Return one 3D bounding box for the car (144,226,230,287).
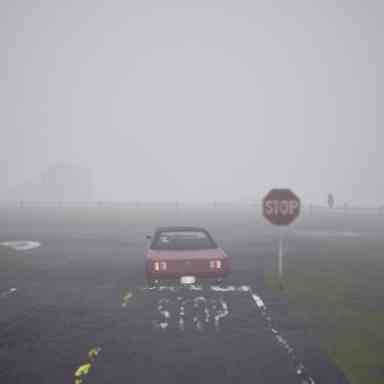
[{"bbox_3d":[-0.347,1.609,9.381,1.895,1.301,4.718,0,0,-7],"label":"car"}]
